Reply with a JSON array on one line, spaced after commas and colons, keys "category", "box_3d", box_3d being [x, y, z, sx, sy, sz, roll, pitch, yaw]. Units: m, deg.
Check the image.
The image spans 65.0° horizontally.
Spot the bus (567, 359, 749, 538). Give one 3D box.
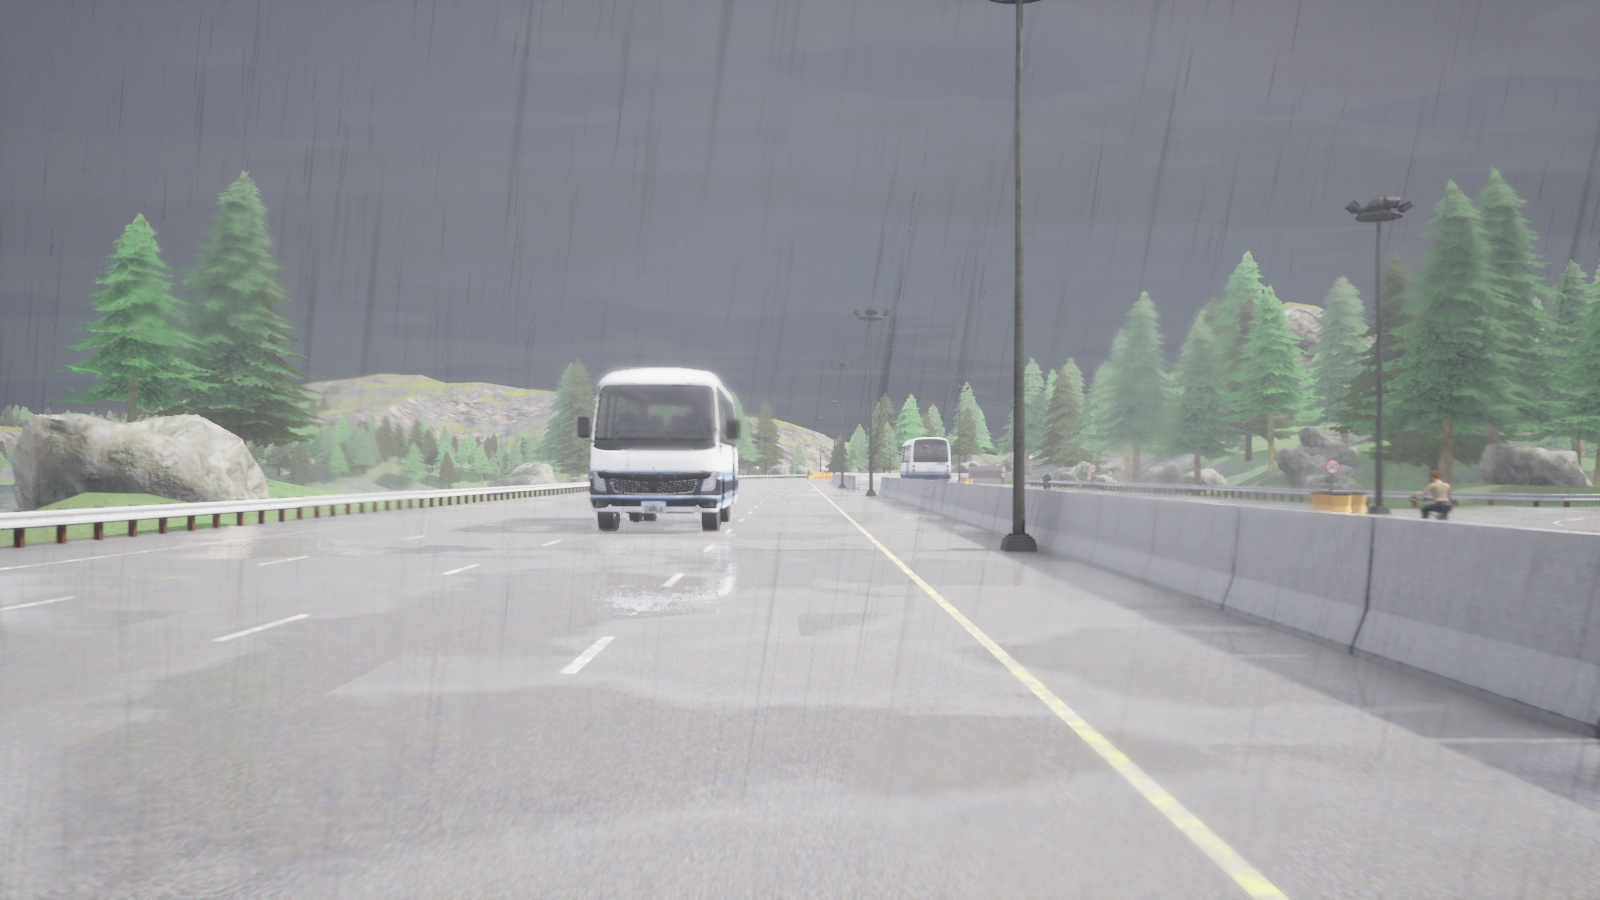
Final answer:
[{"category": "bus", "box_3d": [-3.588, 0.039, 35.068, 3.944, 4.253, 10.273, 0, -1, 0]}]

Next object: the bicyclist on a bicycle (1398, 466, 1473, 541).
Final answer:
[{"category": "bicyclist on a bicycle", "box_3d": [13.935, 1.157, 27.600, 0.866, 1.612, 1.509, 0, -1, 0]}]
